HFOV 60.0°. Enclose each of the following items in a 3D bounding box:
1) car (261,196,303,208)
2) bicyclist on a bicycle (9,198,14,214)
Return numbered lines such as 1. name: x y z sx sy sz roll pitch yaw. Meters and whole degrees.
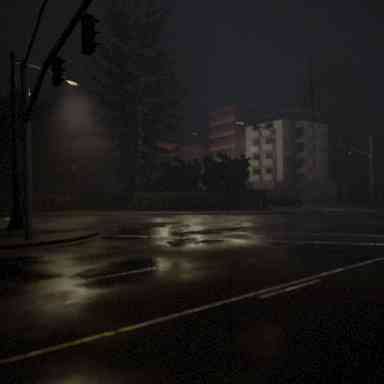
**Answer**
1. car: 10.274 1.056 38.207 1.895 1.301 4.718 -2 1 -35
2. bicyclist on a bicycle: -17.820 1.364 33.400 0.582 1.620 1.656 -1 1 9
